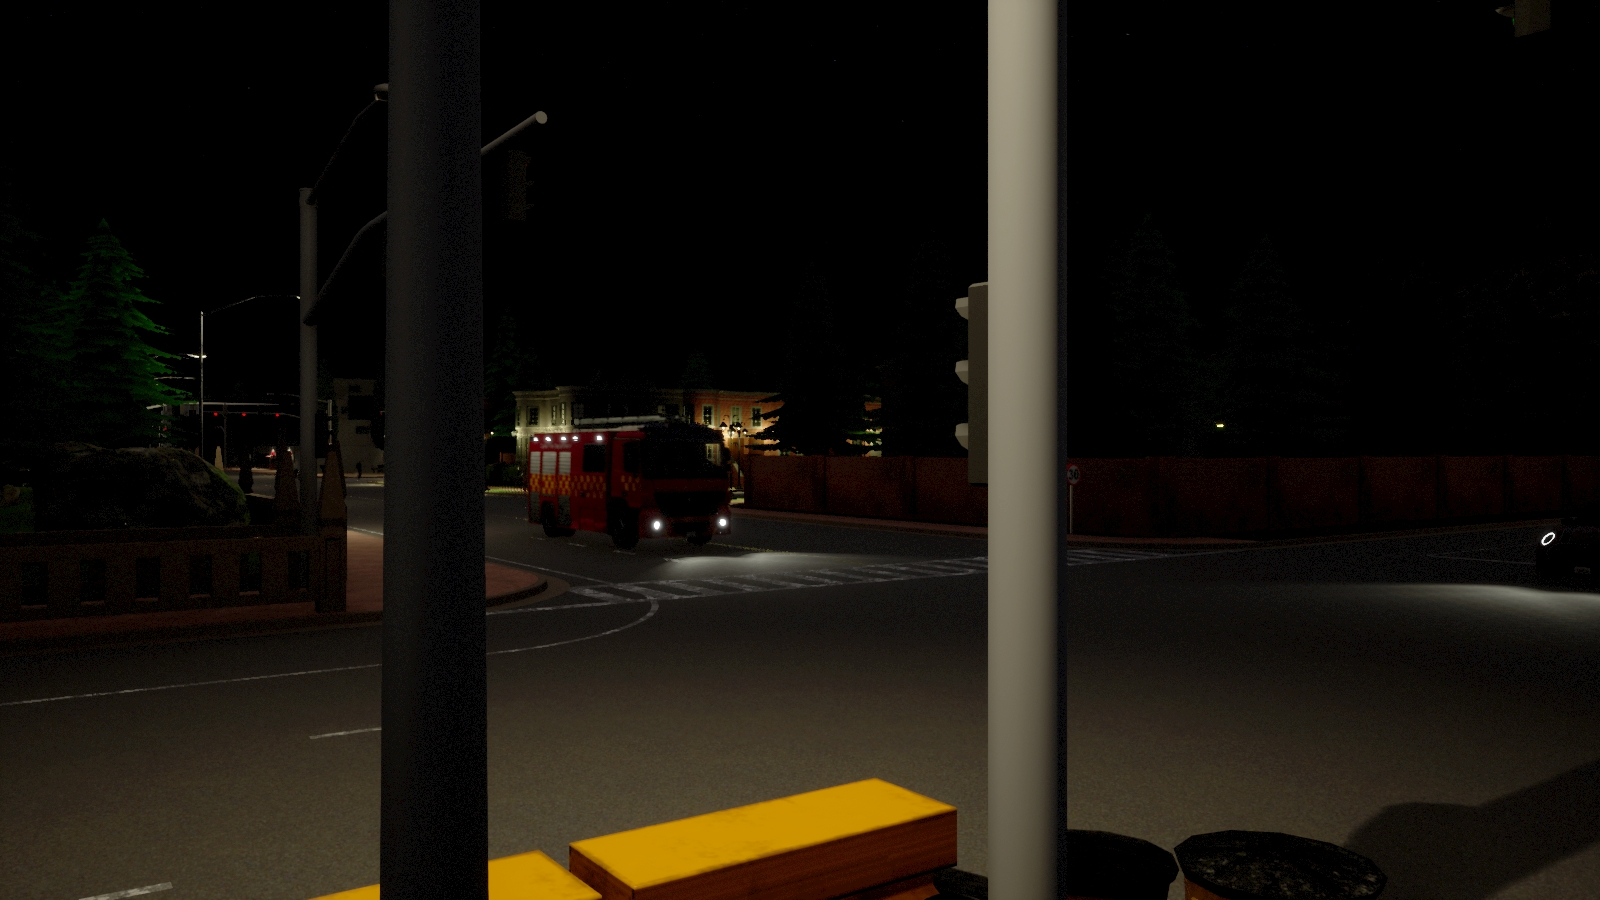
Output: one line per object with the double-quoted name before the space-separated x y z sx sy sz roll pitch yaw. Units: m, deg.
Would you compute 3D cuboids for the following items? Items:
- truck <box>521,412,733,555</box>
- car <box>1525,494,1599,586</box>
"truck" -5.517 0.890 34.828 2.891 3.827 8.468 0 0 -35
"car" 18.010 1.906 24.946 4.553 1.767 2.097 0 0 -35
